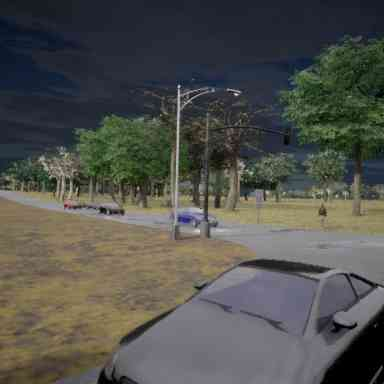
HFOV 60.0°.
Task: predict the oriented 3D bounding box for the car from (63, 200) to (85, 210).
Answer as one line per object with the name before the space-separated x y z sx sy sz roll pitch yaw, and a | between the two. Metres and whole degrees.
car | -18.971 2.052 52.675 1.882 1.535 5.008 3 -2 -34

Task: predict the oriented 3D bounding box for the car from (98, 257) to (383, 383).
car | 1.029 1.565 3.933 1.994 1.385 4.181 0 0 43

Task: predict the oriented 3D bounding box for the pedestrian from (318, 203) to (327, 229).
pedestrian | 9.300 1.717 23.824 0.375 1.860 0.375 1 -1 -34

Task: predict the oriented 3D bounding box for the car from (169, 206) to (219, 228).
car | 0.010 1.769 24.055 1.812 1.442 4.674 2 -2 -33

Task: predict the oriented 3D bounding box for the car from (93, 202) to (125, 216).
car | -9.277 1.904 37.975 1.882 1.535 5.008 3 -2 -34

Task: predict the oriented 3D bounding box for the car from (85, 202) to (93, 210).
car | -15.825 2.255 54.466 1.994 1.385 4.181 3 -2 -35

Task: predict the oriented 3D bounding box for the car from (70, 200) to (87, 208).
car | -21.384 2.309 62.775 1.994 1.385 4.181 3 -2 -34
